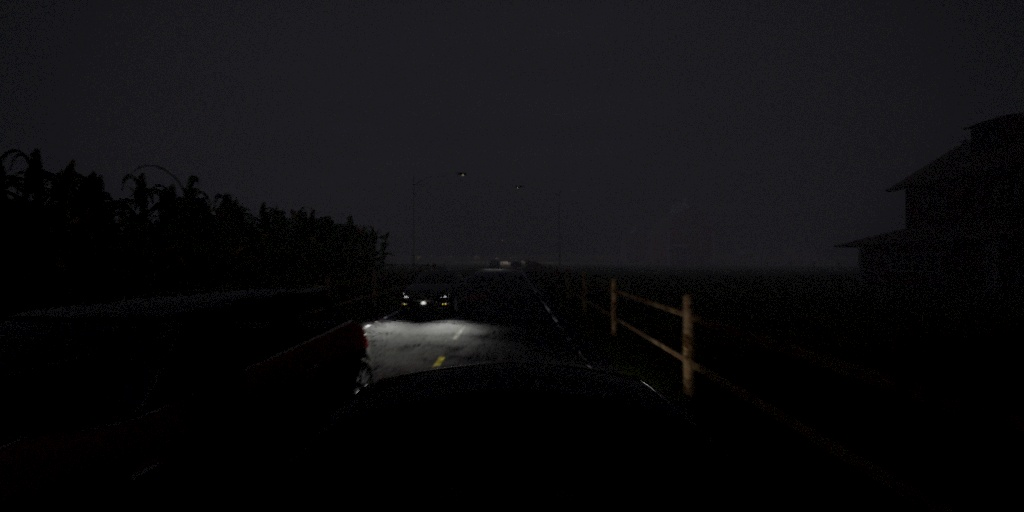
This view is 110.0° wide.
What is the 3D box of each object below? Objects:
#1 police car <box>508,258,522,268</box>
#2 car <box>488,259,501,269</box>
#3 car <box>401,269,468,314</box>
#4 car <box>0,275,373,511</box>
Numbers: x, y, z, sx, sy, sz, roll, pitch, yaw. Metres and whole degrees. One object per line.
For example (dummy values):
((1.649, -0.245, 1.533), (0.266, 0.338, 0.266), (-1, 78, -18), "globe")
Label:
((0.751, 1.258, 65.482), (1.930, 1.638, 5.238), (0, 0, 0), "police car")
((-2.856, 1.332, 59.344), (1.837, 1.490, 4.892), (0, 0, 0), "car")
((-2.851, 1.276, 13.990), (1.837, 1.490, 4.892), (0, 0, 0), "car")
((-2.844, 1.105, 2.744), (2.097, 1.767, 4.553), (0, 0, 0), "car")
